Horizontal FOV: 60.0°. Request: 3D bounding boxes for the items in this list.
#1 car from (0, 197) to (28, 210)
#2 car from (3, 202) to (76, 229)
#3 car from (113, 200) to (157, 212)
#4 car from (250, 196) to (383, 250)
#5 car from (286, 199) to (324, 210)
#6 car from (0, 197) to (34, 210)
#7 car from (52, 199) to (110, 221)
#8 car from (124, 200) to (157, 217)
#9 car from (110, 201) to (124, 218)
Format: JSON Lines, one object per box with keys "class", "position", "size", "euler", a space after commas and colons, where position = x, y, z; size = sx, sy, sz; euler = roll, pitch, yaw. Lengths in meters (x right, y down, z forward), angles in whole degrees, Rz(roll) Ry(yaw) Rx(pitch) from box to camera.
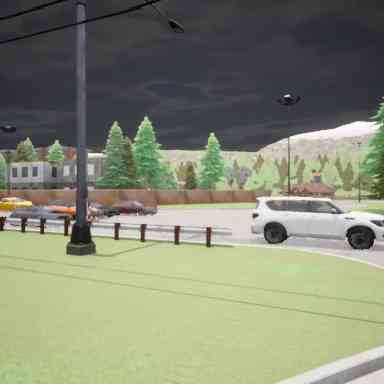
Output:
{"class": "car", "position": [-20.746, 1.477, 38.587], "size": [5.008, 1.535, 1.882], "euler": [0, 0, 26]}
{"class": "car", "position": [-9.857, 1.564, 21.730], "size": [4.181, 1.385, 1.994], "euler": [0, 0, 26]}
{"class": "car", "position": [-6.591, 1.600, 38.726], "size": [4.718, 1.301, 1.895], "euler": [0, 0, 7]}
{"class": "car", "position": [5.337, 1.221, 14.455], "size": [5.566, 2.045, 2.150], "euler": [0, 0, 26]}
{"class": "car", "position": [14.702, 1.599, 43.233], "size": [4.718, 1.301, 1.895], "euler": [0, 0, -29]}
{"class": "car", "position": [-23.362, 1.477, 43.759], "size": [5.008, 1.535, 1.882], "euler": [0, 0, 25]}
{"class": "car", "position": [-8.896, 1.351, 25.149], "size": [4.553, 1.767, 2.097], "euler": [0, 0, 26]}
{"class": "car", "position": [-5.508, 1.525, 31.304], "size": [4.674, 1.442, 1.812], "euler": [0, 0, 26]}
{"class": "car", "position": [-8.977, 1.547, 29.070], "size": [5.357, 1.411, 2.033], "euler": [0, 0, 26]}
